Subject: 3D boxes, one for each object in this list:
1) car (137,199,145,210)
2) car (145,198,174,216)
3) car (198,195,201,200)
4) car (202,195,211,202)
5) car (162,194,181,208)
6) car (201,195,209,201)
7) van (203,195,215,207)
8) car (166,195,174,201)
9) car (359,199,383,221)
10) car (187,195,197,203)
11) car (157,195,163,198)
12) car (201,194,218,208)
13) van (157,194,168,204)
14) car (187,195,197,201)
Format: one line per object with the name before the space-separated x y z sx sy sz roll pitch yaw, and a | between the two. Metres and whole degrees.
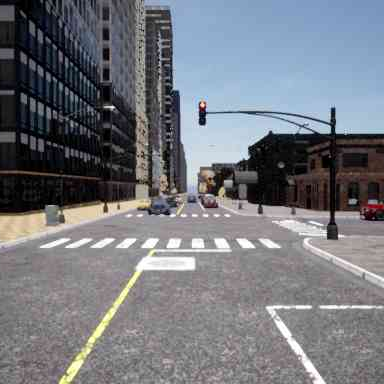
car | -5.831 1.511 41.756 1.752 1.417 4.829 -1 0 0
car | -3.092 1.552 32.441 1.994 1.385 4.181 0 0 0
car | 2.687 1.296 58.802 2.192 1.841 5.009 -1 0 0
car | 3.162 1.481 73.421 1.837 1.490 4.892 0 0 0
car | -3.085 1.490 49.211 1.837 1.490 4.892 0 0 0
car | 3.163 1.480 80.422 1.837 1.490 4.892 0 0 0
van | 2.687 1.324 53.158 1.690 1.788 3.998 -1 0 0
car | -5.650 1.500 86.909 1.752 1.417 4.829 -1 0 0
car | 16.532 1.412 27.222 5.009 1.841 2.192 1 0 1
car | 0.015 1.332 70.044 2.097 1.767 4.553 0 0 0
car | -5.658 1.550 47.570 1.947 1.339 4.313 -1 0 0
car | 2.687 1.424 47.514 1.967 1.590 4.097 -1 0 0
van | -5.658 1.320 64.503 1.690 1.788 3.998 -1 0 0
car | 0.017 1.422 78.857 2.128 1.511 4.902 0 0 0
